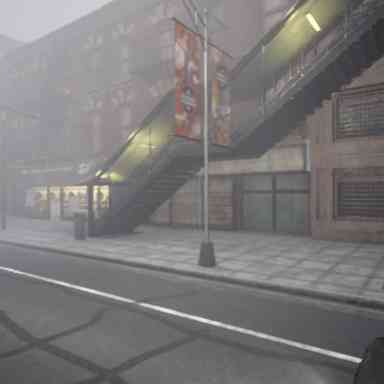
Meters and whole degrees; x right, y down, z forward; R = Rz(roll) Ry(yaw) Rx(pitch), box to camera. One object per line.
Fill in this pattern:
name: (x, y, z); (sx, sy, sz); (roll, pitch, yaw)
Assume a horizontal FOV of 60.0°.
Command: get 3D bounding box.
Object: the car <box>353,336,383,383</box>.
car: (3.584, 1.534, 1.434); (5.357, 1.411, 2.033); (0, 0, 36)
